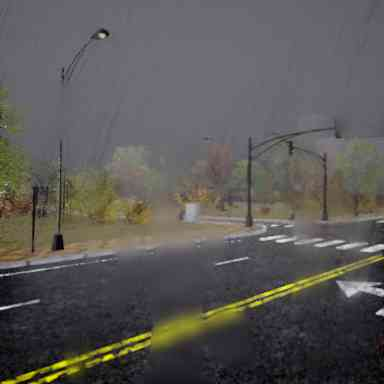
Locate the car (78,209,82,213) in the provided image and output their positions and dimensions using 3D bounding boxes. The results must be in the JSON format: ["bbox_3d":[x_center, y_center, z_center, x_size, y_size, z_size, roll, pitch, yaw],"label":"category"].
[{"bbox_3d":[-17.124,2.308,51.446,2.150,2.045,5.566,2,-3,-40],"label":"car"}]
